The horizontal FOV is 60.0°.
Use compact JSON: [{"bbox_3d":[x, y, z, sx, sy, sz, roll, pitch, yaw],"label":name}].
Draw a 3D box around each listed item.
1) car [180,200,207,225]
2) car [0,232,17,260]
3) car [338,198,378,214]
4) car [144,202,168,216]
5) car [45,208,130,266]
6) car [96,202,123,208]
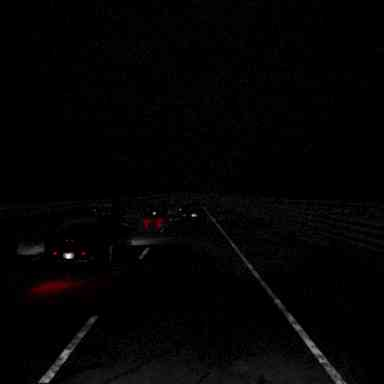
[{"bbox_3d":[0.096,1.560,24.095,2.033,1.411,5.357,0,0,0],"label":"car"},{"bbox_3d":[-6.897,1.520,9.441,1.812,1.442,4.674,1,0,0],"label":"car"},{"bbox_3d":[19.205,1.520,38.840,2.097,1.767,4.553,0,0,-18],"label":"car"},{"bbox_3d":[-3.405,1.622,32.348,1.895,1.301,4.718,0,0,0],"label":"car"},{"bbox_3d":[-3.401,1.507,11.590,1.837,1.490,4.892,0,0,0],"label":"car"},{"bbox_3d":[-6.904,1.542,27.931,1.812,1.442,4.674,0,0,0],"label":"car"}]
